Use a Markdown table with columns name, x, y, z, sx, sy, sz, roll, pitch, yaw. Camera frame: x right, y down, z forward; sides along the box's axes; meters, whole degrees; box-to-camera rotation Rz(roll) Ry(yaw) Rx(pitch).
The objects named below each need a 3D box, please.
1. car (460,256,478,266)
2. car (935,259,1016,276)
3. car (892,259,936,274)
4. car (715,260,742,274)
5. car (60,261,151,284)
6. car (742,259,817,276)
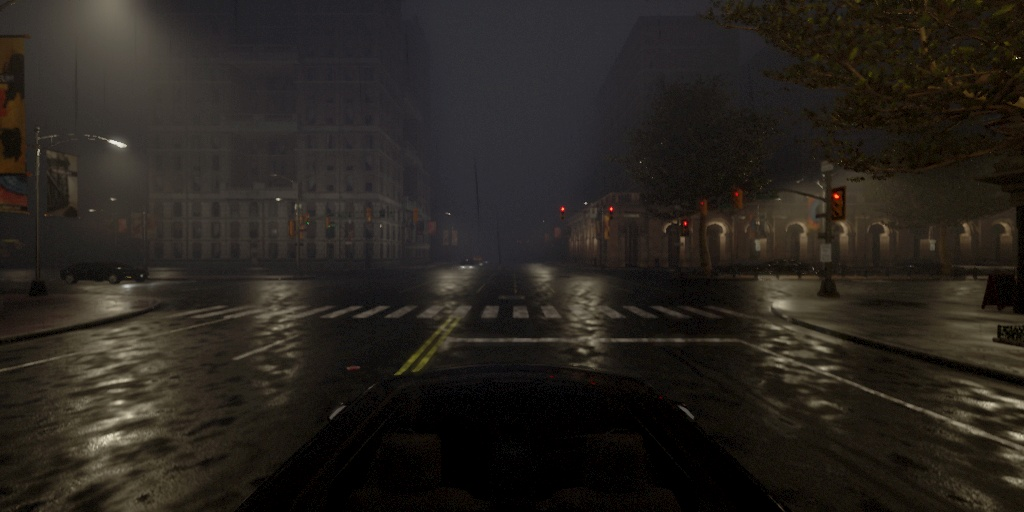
| name | x | y | z | sx | sy | sz | roll | pitch | yaw |
| --- | --- | --- | --- | --- | --- | --- | --- | --- | --- |
| car | -7.152 | 0.916 | 58.104 | 1.994 | 1.385 | 4.181 | 0 | 1 | 0 |
| car | 41.883 | 1.135 | 32.330 | 4.718 | 1.301 | 1.895 | 0 | 0 | 0 |
| car | 41.040 | 1.001 | 35.830 | 4.902 | 1.511 | 2.128 | 0 | 0 | 0 |
| car | 23.332 | 1.056 | 35.919 | 5.357 | 1.411 | 2.033 | 0 | 0 | 0 |
| car | -27.648 | 1.096 | 24.438 | 4.892 | 1.490 | 1.837 | 0 | 0 | 0 |
| car | 24.112 | 1.038 | 32.415 | 4.892 | 1.490 | 1.837 | 0 | 0 | 0 |
